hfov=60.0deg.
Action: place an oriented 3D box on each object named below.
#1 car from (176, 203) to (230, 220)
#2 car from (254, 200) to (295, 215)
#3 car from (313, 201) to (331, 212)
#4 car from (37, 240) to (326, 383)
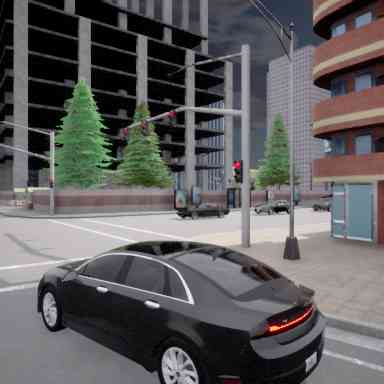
[{"bbox_3d":[0.987,1.656,29.111,4.718,1.301,1.895,0,0,-36],"label":"car"},{"bbox_3d":[8.579,1.547,34.530,4.902,1.511,2.128,0,0,-35],"label":"car"},{"bbox_3d":[16.675,1.407,40.284,4.553,1.767,2.097,0,0,-35],"label":"car"},{"bbox_3d":[-0.585,1.505,5.050,4.892,1.490,1.837,0,0,41],"label":"car"}]
